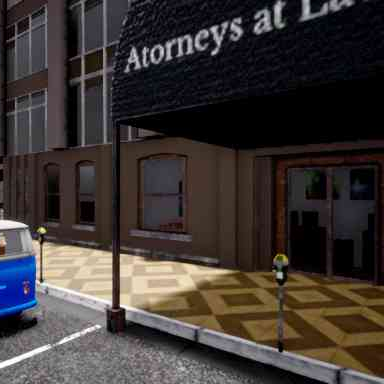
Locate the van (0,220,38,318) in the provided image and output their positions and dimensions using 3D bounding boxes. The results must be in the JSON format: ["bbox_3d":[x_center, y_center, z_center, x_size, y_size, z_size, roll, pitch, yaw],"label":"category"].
[{"bbox_3d":[-4.540,1.341,6.098,3.998,1.788,1.690,0,0,35],"label":"van"}]
